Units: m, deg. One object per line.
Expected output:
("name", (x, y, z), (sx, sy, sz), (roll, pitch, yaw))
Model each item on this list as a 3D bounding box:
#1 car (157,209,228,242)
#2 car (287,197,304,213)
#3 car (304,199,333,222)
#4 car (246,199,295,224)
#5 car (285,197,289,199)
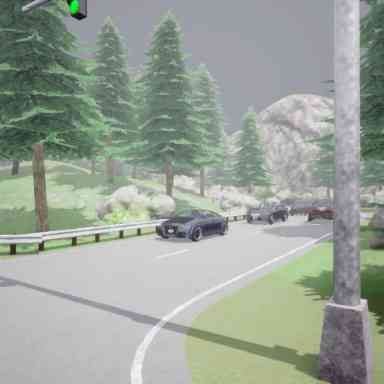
("car", (0.153, 1.579, 16.757), (1.994, 1.385, 4.181), (0, 0, 34))
("car", (11.239, 1.520, 33.597), (1.837, 1.490, 4.892), (0, 0, 27))
("car", (10.539, 1.312, 25.683), (2.097, 1.767, 4.553), (0, 0, 34))
("car", (5.728, 1.506, 24.993), (2.128, 1.511, 4.902), (0, 0, 34))
("car", (15.509, 1.559, 52.140), (1.837, 1.490, 4.892), (5, -3, -32))
